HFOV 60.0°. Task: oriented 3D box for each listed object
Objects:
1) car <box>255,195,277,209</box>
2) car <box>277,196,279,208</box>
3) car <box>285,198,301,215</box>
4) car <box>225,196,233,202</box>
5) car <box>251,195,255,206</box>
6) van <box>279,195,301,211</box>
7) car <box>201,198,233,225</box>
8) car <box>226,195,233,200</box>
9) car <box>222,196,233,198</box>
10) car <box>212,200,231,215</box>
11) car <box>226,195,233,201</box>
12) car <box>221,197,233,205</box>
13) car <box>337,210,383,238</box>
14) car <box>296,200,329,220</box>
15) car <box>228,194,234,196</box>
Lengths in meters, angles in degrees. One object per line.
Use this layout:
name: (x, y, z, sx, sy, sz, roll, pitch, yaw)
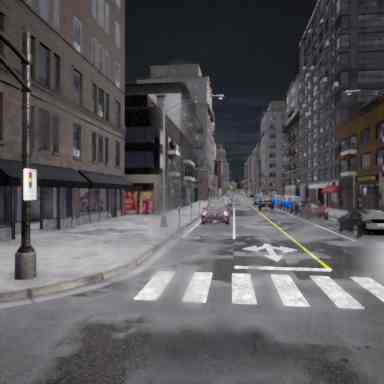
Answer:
car: (9.872, 1.526, 44.734, 1.837, 1.490, 4.892, 0, 0, 8)
car: (12.489, 1.577, 44.808, 2.008, 1.369, 4.403, 0, 0, 7)
car: (11.108, 1.582, 33.874, 1.947, 1.339, 4.313, 0, 0, 7)
car: (8.670, 1.639, 78.618, 1.802, 1.307, 4.206, 0, 0, 7)
car: (11.131, 1.635, 55.101, 1.895, 1.301, 4.718, 0, 0, 7)
van: (11.799, 1.362, 39.341, 1.690, 1.788, 3.998, 0, 0, 7)
car: (1.766, 1.438, 23.944, 1.967, 1.590, 4.097, 0, 0, 7)
car: (10.741, 1.644, 95.021, 1.947, 1.339, 4.313, 0, 0, 7)
car: (3.837, 1.557, 40.346, 2.008, 1.369, 4.403, 0, 0, 7)
car: (3.146, 1.584, 34.879, 1.802, 1.307, 4.206, 0, 0, 7)
car: (10.051, 1.616, 89.554, 1.887, 1.381, 4.507, 0, 0, 7)
car: (6.598, 1.584, 62.216, 2.008, 1.369, 4.403, 0, 0, 7)
car: (9.037, 1.577, 17.471, 1.947, 1.339, 4.313, 0, 0, 7)
car: (10.418, 1.595, 28.407, 1.802, 1.307, 4.206, 0, 0, 7)
car: (5.217, 1.458, 51.281, 1.967, 1.590, 4.097, 0, 0, 7)
